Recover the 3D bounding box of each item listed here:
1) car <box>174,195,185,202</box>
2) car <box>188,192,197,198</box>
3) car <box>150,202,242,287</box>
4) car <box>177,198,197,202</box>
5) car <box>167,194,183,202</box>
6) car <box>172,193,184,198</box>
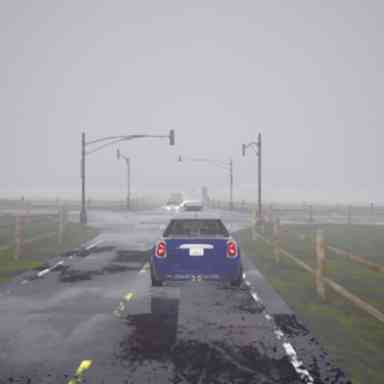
[{"bbox_3d":[-2.662,1.414,70.986,2.033,1.411,5.357,0,0,0],"label":"car"},{"bbox_3d":[0.167,1.067,91.555,2.150,2.045,5.566,0,0,0],"label":"car"},{"bbox_3d":[0.095,1.333,9.442,2.097,1.767,4.553,0,0,0],"label":"car"},{"bbox_3d":[0.094,1.467,23.917,1.837,1.490,4.892,0,0,0],"label":"car"},{"bbox_3d":[-2.821,1.470,50.854,1.994,1.385,4.181,0,0,0],"label":"car"},{"bbox_3d":[-2.722,1.112,60.318,2.150,2.045,5.566,0,0,0],"label":"car"}]
